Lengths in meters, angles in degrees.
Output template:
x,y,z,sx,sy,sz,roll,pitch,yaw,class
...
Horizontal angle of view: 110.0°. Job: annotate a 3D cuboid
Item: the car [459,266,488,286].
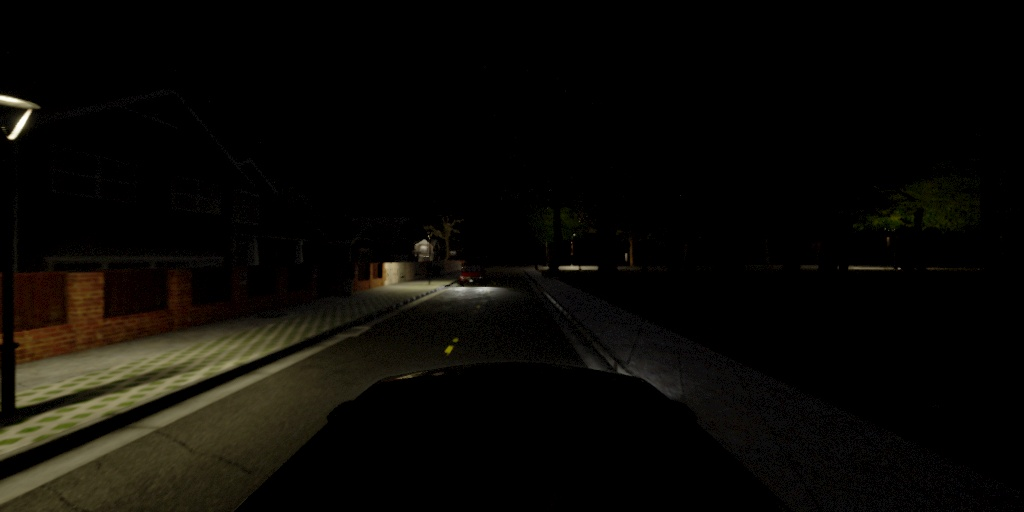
x,y,z,sx,sy,sz,roll,pitch,yaw,class
-2.851,1.483,27.346,1.812,1.442,4.674,0,0,0,car
